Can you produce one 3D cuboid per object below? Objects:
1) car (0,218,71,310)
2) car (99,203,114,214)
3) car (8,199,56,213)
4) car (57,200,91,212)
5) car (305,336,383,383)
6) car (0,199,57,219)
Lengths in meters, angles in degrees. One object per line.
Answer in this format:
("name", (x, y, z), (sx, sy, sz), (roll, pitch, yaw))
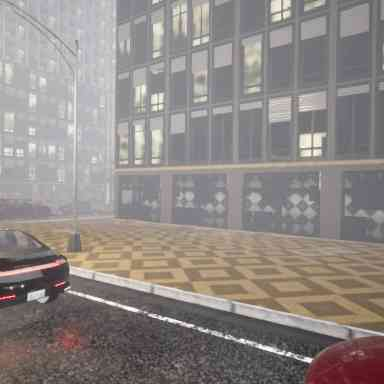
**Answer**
("car", (-4.550, 1.488, 6.902), (4.902, 1.511, 2.128), (0, 0, 35))
("car", (-8.751, 1.828, 39.672), (1.752, 1.417, 4.829), (1, 0, 36))
("car", (-19.046, 1.641, 39.817), (1.752, 1.417, 4.829), (1, 0, 36))
("car", (-14.732, 1.716, 41.301), (1.812, 1.442, 4.674), (1, 0, 36))
("car", (2.937, 1.526, 1.602), (4.674, 1.442, 1.812), (0, 0, 35))
("car", (-15.532, 1.518, 30.448), (2.192, 1.841, 5.009), (1, 0, 36))
